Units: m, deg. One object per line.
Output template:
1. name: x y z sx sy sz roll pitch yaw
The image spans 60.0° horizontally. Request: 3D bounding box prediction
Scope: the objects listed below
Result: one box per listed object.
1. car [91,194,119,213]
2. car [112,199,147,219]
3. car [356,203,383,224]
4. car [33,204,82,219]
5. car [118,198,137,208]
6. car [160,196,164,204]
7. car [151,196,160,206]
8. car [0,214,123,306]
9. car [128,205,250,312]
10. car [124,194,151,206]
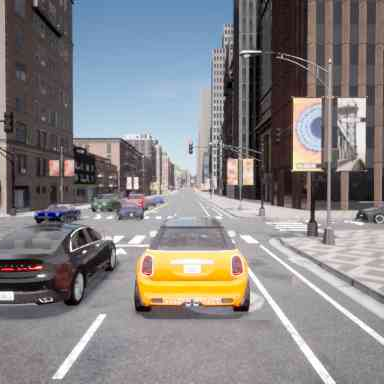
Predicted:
1. car: -9.857 1.241 38.312 2.150 2.045 5.566 0 0 0
2. car: -5.230 1.573 27.417 1.994 1.385 4.181 0 0 -17
3. car: 13.982 1.470 23.550 4.181 1.385 1.994 0 1 0
4. car: -9.853 1.607 24.714 1.895 1.301 4.718 0 0 0
5. car: -9.846 1.589 50.902 1.994 1.385 4.181 0 0 0
6. car: -6.550 1.508 65.090 1.882 1.535 5.008 0 0 1
7. car: -6.601 1.588 51.752 1.994 1.385 4.181 0 0 0
8. car: -3.155 1.504 8.023 1.837 1.490 4.892 0 0 0
9. car: 0.009 1.351 7.878 2.097 1.767 4.553 0 0 0
10. car: -6.611 1.240 39.434 2.150 2.045 5.566 0 0 0
